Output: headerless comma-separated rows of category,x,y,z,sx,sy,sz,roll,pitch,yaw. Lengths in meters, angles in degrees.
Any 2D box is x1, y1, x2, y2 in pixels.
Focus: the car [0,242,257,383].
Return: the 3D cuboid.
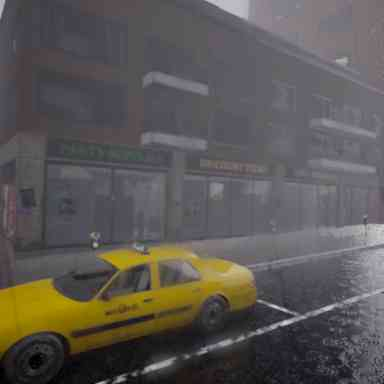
car,-1.072,1.541,5.306,4.829,1.417,1.752,0,1,-35
